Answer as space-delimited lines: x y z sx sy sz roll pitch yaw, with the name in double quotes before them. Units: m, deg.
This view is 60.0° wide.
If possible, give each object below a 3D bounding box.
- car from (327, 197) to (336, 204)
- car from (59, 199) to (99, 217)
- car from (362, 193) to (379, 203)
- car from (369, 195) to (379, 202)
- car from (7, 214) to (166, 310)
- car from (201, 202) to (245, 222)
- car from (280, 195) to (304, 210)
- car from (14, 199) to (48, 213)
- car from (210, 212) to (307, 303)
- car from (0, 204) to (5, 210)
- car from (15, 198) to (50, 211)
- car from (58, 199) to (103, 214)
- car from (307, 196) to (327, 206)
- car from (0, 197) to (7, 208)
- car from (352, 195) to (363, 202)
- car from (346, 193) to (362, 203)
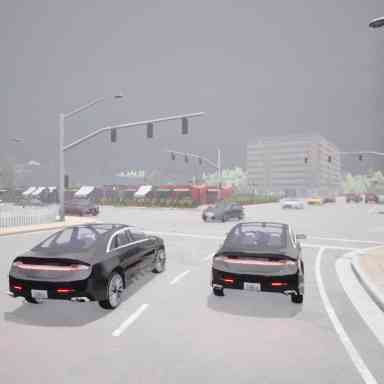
"car" 27.215 1.595 65.986 1.895 1.301 4.718 0 0 32
"car" -11.037 1.619 32.438 4.181 1.385 1.994 0 0 32
"car" 36.842 1.225 68.278 2.150 2.045 5.566 0 0 32
"car" 42.386 1.524 77.296 1.812 1.442 4.674 0 0 32
"car" -2.045 1.492 7.936 2.128 1.511 4.902 0 0 12
"car" 2.517 1.532 26.004 2.128 1.511 4.902 0 0 32
"car" 13.174 1.526 43.333 1.812 1.442 4.674 0 0 32
"car" -18.155 1.619 36.906 4.181 1.385 1.994 0 0 32
"car" 1.773 1.492 8.318 2.128 1.511 4.902 0 0 17
"car" -25.948 1.277 41.776 5.566 2.045 2.150 0 0 32
"car" -20.408 1.581 42.446 4.674 1.442 1.812 0 0 32
"car" -12.602 1.547 37.563 4.902 1.511 2.128 0 0 32
"car" 20.458 1.477 55.145 1.882 1.535 5.008 0 0 32
"car" -28.957 1.533 47.794 5.008 1.535 1.882 0 0 32
"car" 39.622 1.540 79.484 2.033 1.411 5.357 0 0 32
"car" 34.053 1.225 70.425 2.150 2.045 5.566 0 0 32
